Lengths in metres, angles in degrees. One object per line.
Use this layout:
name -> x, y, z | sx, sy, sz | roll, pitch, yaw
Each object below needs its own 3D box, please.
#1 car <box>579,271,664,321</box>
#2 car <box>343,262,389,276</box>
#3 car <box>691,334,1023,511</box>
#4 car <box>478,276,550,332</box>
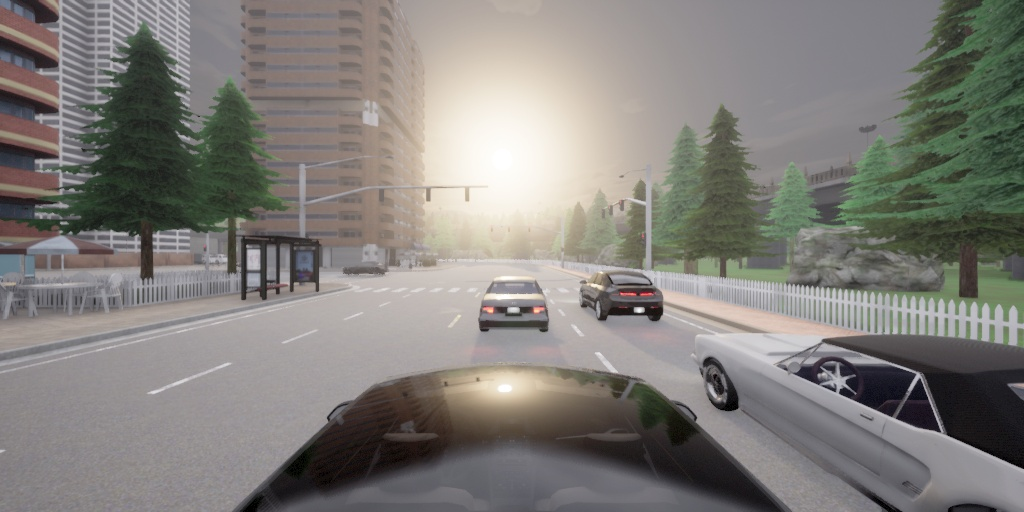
car -> 3.564, 1.253, 12.396 | 1.837, 1.490, 4.892 | 0, 0, 1
car -> -15.357, 1.325, 37.725 | 4.674, 1.442, 1.812 | 0, 0, 3
car -> 3.514, 1.351, 3.133 | 1.895, 1.301, 4.718 | 0, 0, 1
car -> 0.077, 1.296, 10.807 | 2.033, 1.411, 5.357 | 0, 0, 1
